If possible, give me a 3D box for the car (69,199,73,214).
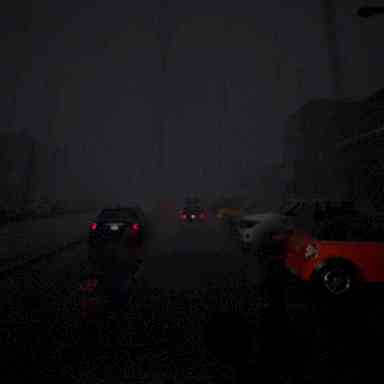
[{"bbox_3d":[-15.782,1.744,35.848,4.553,1.767,2.185,0,-1,0],"label":"car"}]

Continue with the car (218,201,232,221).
[{"bbox_3d":[4.868,1.639,24.555,5.366,1.575,1.946,0,-1,0],"label":"car"}]

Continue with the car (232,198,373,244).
[{"bbox_3d":[4.666,1.258,13.577,5.566,2.045,2.435,0,0,0],"label":"car"}]

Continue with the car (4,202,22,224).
[{"bbox_3d":[-15.809,1.690,24.819,4.792,1.488,2.163,0,-1,0],"label":"car"}]

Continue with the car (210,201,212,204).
[{"bbox_3d":[4.700,1.890,35.792,4.792,1.488,2.163,0,-1,0],"label":"car"}]

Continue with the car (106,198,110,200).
[{"bbox_3d":[-15.894,2.046,52.394,4.553,1.767,2.185,0,-1,0],"label":"car"}]

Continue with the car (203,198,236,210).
[{"bbox_3d":[4.691,2.008,58.028,5.566,2.045,2.435,0,-1,0],"label":"car"}]

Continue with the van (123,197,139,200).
[{"bbox_3d":[-15.828,2.319,79.973,4.442,1.987,1.878,0,-1,0],"label":"van"}]

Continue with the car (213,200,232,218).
[{"bbox_3d":[4.682,1.746,30.111,5.008,1.535,2.097,0,-1,0],"label":"car"}]

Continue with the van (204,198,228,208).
[{"bbox_3d":[4.554,2.115,63.587,4.442,1.987,1.878,0,-1,0],"label":"van"}]

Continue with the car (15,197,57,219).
[{"bbox_3d":[-15.825,1.510,30.336,5.566,2.045,2.435,0,-1,0],"label":"car"}]

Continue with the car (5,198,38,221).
[{"bbox_3d":[-15.819,1.582,27.579,4.553,1.767,2.185,0,-1,0],"label":"car"}]

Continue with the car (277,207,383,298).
[{"bbox_3d":[4.670,1.360,8.023,4.553,1.767,2.185,0,0,0],"label":"car"}]

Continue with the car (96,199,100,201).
[{"bbox_3d":[-15.843,2.117,46.875,4.674,1.452,2.002,0,-1,0],"label":"car"}]

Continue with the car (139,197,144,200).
[{"bbox_3d":[-15.933,2.363,85.484,5.566,2.045,2.435,0,-1,0],"label":"car"}]

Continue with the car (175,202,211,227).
[{"bbox_3d":[0.074,1.703,24.202,2.033,1.411,5.357,0,-1,0],"label":"car"}]

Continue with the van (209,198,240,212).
[{"bbox_3d":[4.774,1.897,49.692,4.442,1.987,1.878,0,-1,0],"label":"van"}]

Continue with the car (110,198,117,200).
[{"bbox_3d":[-15.842,1.965,55.154,5.566,2.045,2.435,0,-1,0],"label":"car"}]

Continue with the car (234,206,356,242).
[{"bbox_3d":[4.878,1.530,16.354,5.366,1.575,1.946,0,0,0],"label":"car"}]

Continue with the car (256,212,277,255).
[{"bbox_3d":[4.696,1.534,10.800,4.674,1.452,2.002,0,0,0],"label":"car"}]

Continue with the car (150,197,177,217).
[{"bbox_3d":[-2.940,1.625,36.916,2.150,2.045,5.566,0,-1,0],"label":"car"}]

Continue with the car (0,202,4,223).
[{"bbox_3d":[-15.766,1.614,22.068,5.008,1.535,2.097,0,-1,0],"label":"car"}]

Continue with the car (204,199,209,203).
[{"bbox_3d":[4.477,2.018,44.006,5.366,1.575,1.946,0,-1,0],"label":"car"}]

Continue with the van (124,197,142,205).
[{"bbox_3d":[-16.094,2.473,91.120,4.442,1.987,1.878,0,-1,0],"label":"van"}]

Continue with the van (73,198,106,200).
[{"bbox_3d":[-15.737,1.899,49.639,4.442,1.987,1.878,0,-1,0],"label":"van"}]

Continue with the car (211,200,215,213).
[{"bbox_3d":[4.680,1.806,33.014,4.892,1.521,2.231,0,-1,0],"label":"car"}]

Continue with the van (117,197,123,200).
[{"bbox_3d":[-16.012,2.115,63.429,4.442,1.987,1.878,0,-1,0],"label":"van"}]

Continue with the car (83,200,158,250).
[{"bbox_3d":[-2.916,1.390,14.634,2.097,1.767,4.553,0,-1,0],"label":"car"}]

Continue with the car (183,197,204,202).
[{"bbox_3d":[0.046,1.706,41.318,2.150,2.045,5.566,0,-2,0],"label":"car"}]

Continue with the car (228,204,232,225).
[{"bbox_3d":[4.686,1.602,19.127,4.674,1.452,2.002,0,-1,0],"label":"car"}]

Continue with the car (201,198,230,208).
[{"bbox_3d":[4.705,2.127,66.364,5.566,2.045,2.435,0,-1,0],"label":"car"}]

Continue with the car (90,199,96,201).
[{"bbox_3d":[-16.023,2.024,44.119,5.366,1.575,1.946,0,-1,0],"label":"car"}]

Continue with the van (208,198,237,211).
[{"bbox_3d":[4.776,1.942,52.346,4.442,1.987,1.878,0,-1,0],"label":"van"}]

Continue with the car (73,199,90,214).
[{"bbox_3d":[-16.015,1.973,41.360,5.366,1.575,1.946,0,-1,0],"label":"car"}]

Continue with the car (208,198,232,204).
[{"bbox_3d":[4.696,1.844,41.353,4.553,1.767,2.185,0,-1,0],"label":"car"}]

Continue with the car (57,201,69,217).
[{"bbox_3d":[-15.776,1.564,33.093,5.566,2.045,2.435,0,-1,0],"label":"car"}]

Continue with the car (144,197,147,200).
[{"bbox_3d":[-15.992,2.744,93.751,5.008,1.535,2.097,0,-1,0],"label":"car"}]
